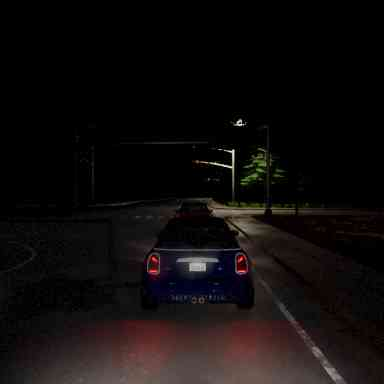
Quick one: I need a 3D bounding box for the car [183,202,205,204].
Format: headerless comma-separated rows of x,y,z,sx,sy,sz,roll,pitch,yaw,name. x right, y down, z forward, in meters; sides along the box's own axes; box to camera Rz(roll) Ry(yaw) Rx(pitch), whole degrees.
0.102,1.338,18.141,2.097,1.767,4.553,0,0,0,car

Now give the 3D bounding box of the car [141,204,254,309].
0.100,1.347,8.020,2.097,1.767,4.553,0,0,0,car
